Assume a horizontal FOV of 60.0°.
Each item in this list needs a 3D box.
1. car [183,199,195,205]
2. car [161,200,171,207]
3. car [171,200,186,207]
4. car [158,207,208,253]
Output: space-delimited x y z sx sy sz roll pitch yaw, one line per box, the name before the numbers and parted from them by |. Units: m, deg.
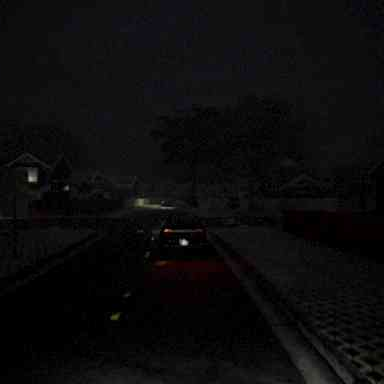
car | -0.664 2.363 80.771 2.033 1.411 5.357 0 0 10
car | -5.048 2.358 67.358 2.033 1.411 5.357 0 -1 4
car | -2.448 2.322 65.262 1.812 1.442 4.674 0 -1 5
car | -0.436 1.641 14.375 2.128 1.511 4.902 0 -1 -4
